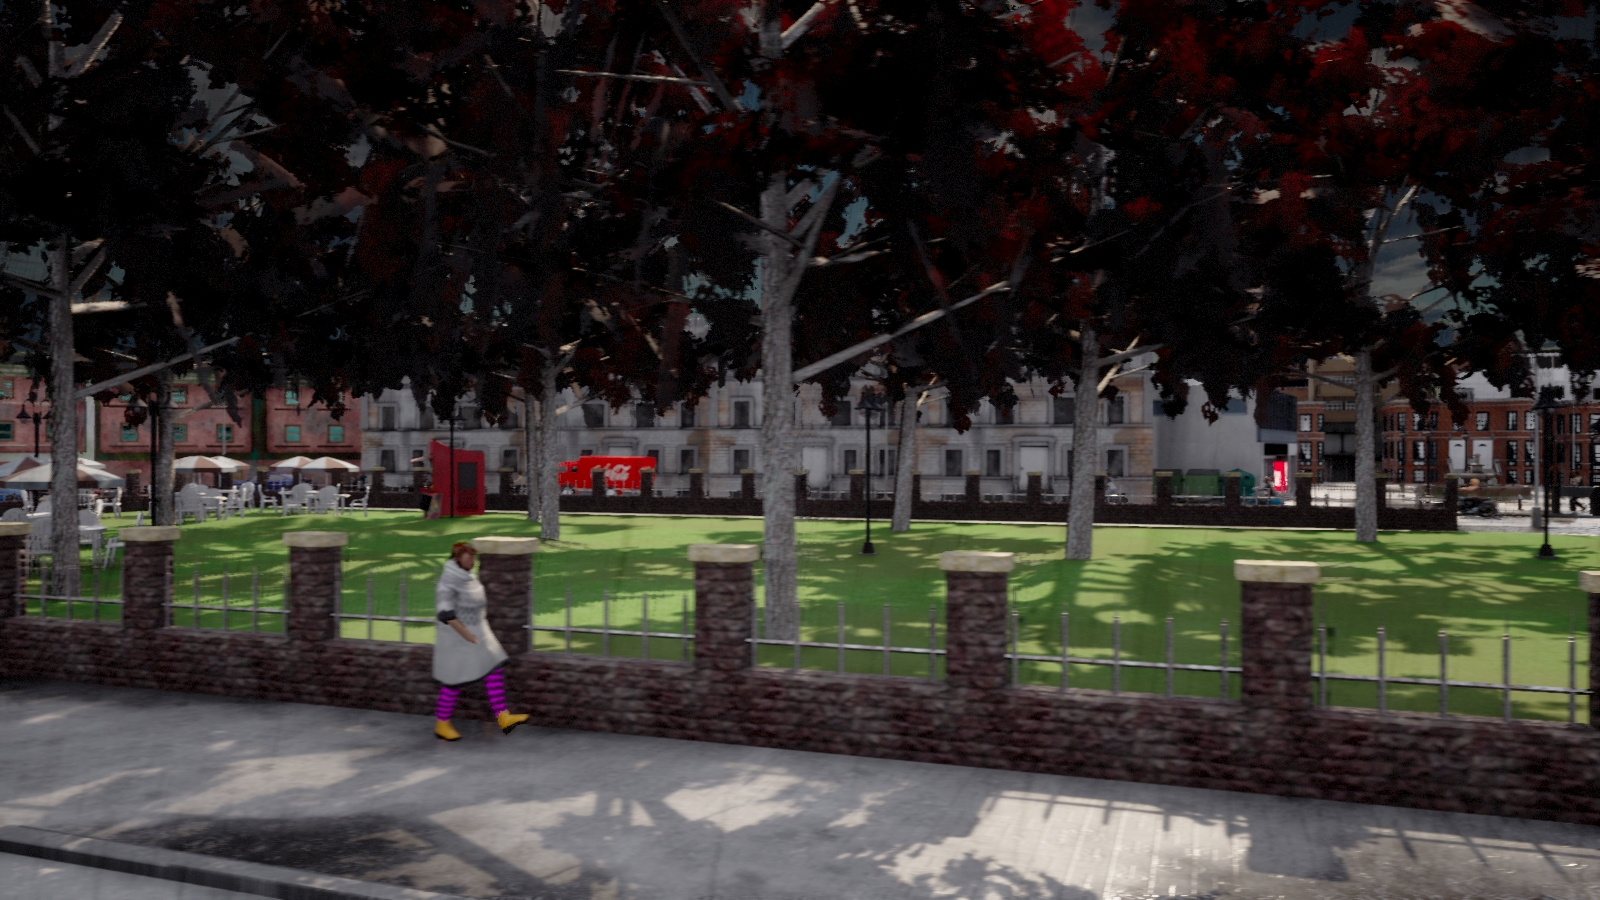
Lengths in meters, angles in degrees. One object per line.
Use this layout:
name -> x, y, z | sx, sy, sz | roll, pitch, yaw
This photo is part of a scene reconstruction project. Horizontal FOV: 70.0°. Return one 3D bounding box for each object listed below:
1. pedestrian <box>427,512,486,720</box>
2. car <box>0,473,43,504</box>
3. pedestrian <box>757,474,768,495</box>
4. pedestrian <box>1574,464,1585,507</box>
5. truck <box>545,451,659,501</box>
pedestrian -> -3.185, 1.519, 10.598 | 0.375, 1.860, 0.375 | 0, 0, 21
car -> -39.198, 1.864, 54.166 | 2.033, 1.411, 5.357 | 0, 0, 20
pedestrian -> -2.035, 1.885, 62.370 | 0.500, 1.100, 0.500 | 0, 0, 13
pedestrian -> 33.451, 1.513, 49.037 | 0.375, 1.860, 0.375 | 0, 0, 31
truck -> -10.351, 1.335, 59.841 | 5.204, 2.467, 2.627 | 1, 0, 20
